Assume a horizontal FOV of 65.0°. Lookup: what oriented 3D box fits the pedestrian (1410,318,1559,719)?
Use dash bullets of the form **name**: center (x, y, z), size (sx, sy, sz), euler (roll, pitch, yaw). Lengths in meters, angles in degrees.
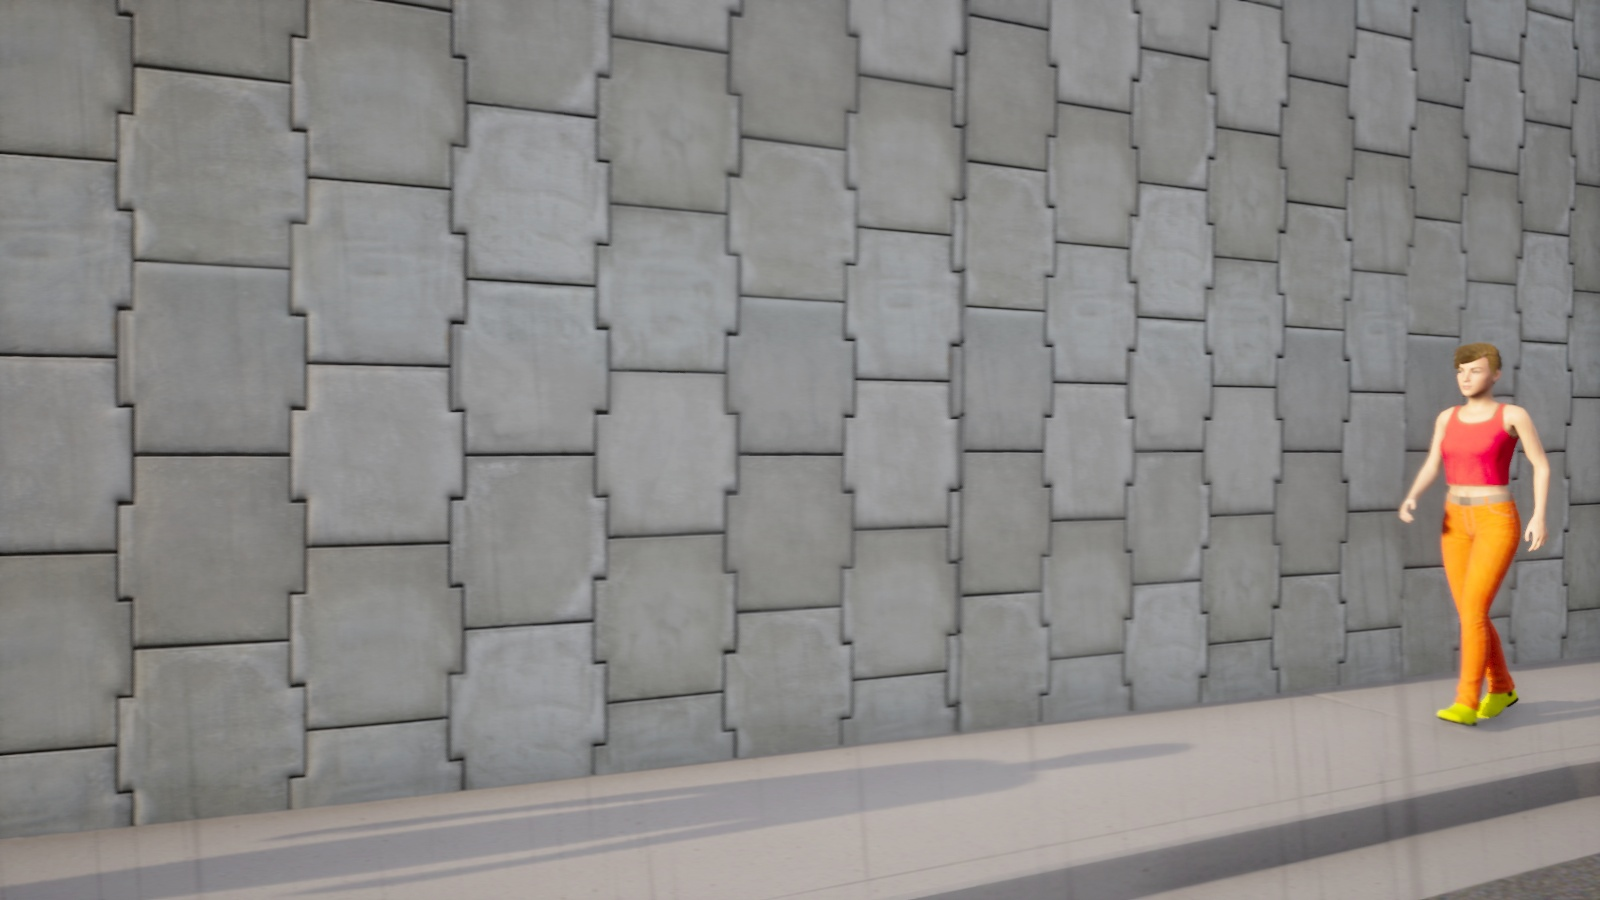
- **pedestrian**: center (3.285, 0.311, 6.029), size (0.594, 1.836, 0.345), euler (-1, 1, -26)
